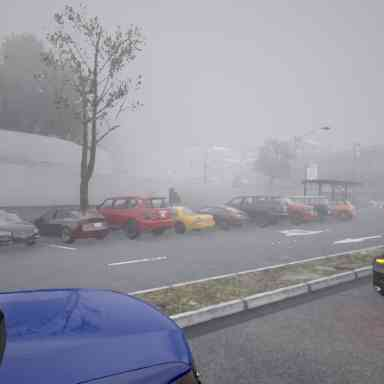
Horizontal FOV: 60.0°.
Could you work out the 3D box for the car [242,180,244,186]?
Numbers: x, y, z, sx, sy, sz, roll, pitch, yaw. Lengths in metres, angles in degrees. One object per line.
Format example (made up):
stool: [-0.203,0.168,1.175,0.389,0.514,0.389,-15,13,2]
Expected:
car: [12.429,-2.043,76.195,2.002,1.452,4.674,7,4,35]

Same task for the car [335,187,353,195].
car: [26.186,0.137,56.425,2.002,1.452,4.674,7,3,35]

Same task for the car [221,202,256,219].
car: [1.336,1.549,21.098,4.674,1.452,2.002,-1,-1,35]

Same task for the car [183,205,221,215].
car: [-1.273,1.503,19.476,5.366,1.575,1.946,-1,-1,35]

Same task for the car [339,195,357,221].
car: [11.239,1.404,27.961,4.553,1.767,2.185,-1,-1,35]

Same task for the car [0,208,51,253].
car: [-8.468,1.493,14.171,4.892,1.521,2.231,-1,-1,35]

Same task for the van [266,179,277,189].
van: [17.549,-1.490,68.662,1.878,1.987,4.442,7,4,35]

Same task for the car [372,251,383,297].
car: [5.821,1.515,7.256,4.892,1.490,1.837,0,0,-35]

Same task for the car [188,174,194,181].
car: [1.965,-3.850,90.914,2.185,1.767,4.553,6,3,34]

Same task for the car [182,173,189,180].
car: [0.240,-4.085,93.387,2.185,1.767,4.553,4,1,34]

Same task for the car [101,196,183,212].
car: [-3.597,1.248,17.653,5.566,2.045,2.435,-1,-1,35]

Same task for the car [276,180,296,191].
car: [19.304,-0.992,66.296,2.231,1.521,4.892,7,3,35]

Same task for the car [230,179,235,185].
car: [10.692,-2.317,78.661,2.002,1.452,4.674,7,3,35]

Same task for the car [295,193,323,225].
car: [6.284,1.267,24.551,5.566,2.045,2.435,-1,-1,35]

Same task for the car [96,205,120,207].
car: [-6.045,1.524,15.913,4.792,1.488,2.163,-1,-1,35]

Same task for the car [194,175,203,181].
car: [3.755,-3.698,88.444,2.435,2.045,5.566,7,3,34]

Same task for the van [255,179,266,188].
van: [15.825,-1.763,71.137,1.878,1.987,4.442,7,4,35]

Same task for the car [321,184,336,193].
car: [24.500,-0.425,58.900,2.435,2.045,5.566,7,3,35]

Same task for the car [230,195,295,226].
car: [3.767,1.263,22.851,5.566,2.045,2.435,-1,-1,35]

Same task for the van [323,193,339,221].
van: [8.826,1.297,26.216,4.442,1.987,1.878,-1,-1,35]

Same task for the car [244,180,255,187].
car: [14.256,-1.811,73.871,1.946,1.575,5.366,7,3,35]

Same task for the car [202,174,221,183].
car: [5.601,-3.176,86.181,1.946,1.575,5.366,7,3,34]

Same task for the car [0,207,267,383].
car: [-2.431,1.221,1.402,5.566,2.045,2.150,0,0,-35]
